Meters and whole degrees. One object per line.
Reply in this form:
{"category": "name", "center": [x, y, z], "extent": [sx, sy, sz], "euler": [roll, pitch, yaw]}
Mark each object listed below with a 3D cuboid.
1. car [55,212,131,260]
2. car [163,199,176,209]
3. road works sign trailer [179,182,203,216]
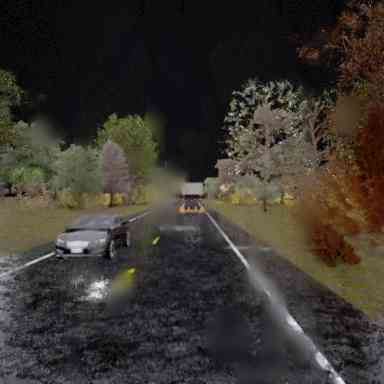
{"category": "car", "center": [-3.595, 1.568, 12.820], "extent": [2.128, 1.511, 4.902], "euler": [0, 0, 0]}
{"category": "car", "center": [-3.545, 1.848, 53.550], "extent": [2.128, 1.511, 4.902], "euler": [0, 0, 0]}
{"category": "road works sign trailer", "center": [0.019, 0.689, 35.518], "extent": [2.380, 3.560, 2.880], "euler": [0, 0, 0]}
